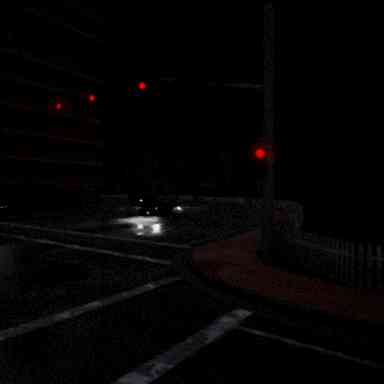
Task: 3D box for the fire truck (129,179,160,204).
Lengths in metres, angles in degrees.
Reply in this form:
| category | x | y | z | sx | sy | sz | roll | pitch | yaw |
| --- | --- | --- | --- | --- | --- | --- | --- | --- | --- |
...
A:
| category | x | y | z | sx | sy | sz | roll | pitch | yaw |
| --- | --- | --- | --- | --- | --- | --- | --- | --- | --- |
| fire truck | -7.512 | 0.016 | 50.865 | 2.891 | 3.827 | 8.468 | 0 | 0 | -20 |

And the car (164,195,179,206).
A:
| category | x | y | z | sx | sy | sz | roll | pitch | yaw |
| --- | --- | --- | --- | --- | --- | --- | --- | --- | --- |
| car | -3.113 | 1.201 | 47.285 | 1.882 | 1.535 | 5.008 | 1 | 0 | -14 |

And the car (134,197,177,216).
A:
| category | x | y | z | sx | sy | sz | roll | pitch | yaw |
| --- | --- | --- | --- | --- | --- | --- | --- | --- | --- |
| car | -3.169 | 1.400 | 29.683 | 1.895 | 1.301 | 4.718 | 0 | 0 | 13 |
